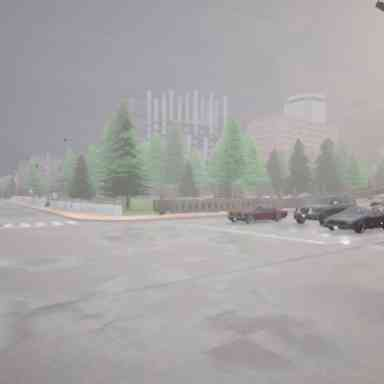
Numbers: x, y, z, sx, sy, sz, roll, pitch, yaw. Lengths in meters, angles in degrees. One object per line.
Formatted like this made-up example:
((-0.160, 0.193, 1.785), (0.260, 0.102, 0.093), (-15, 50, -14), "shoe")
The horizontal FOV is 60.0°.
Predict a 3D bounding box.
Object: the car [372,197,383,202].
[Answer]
((18.039, 1.416, 29.692), (5.357, 1.411, 2.033), (-2, 1, -35), "car")

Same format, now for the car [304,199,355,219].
((12.518, 1.457, 30.083), (5.008, 1.535, 1.882), (-1, 1, -35), "car")

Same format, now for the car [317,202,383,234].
((10.031, 1.558, 19.723), (5.357, 1.411, 2.033), (0, 0, -35), "car")

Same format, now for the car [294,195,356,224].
((9.693, 1.232, 23.768), (5.566, 2.045, 2.150), (0, 0, -35), "car")

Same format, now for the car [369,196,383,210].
((21.667, 1.128, 36.557), (4.718, 1.301, 1.895), (-4, 3, -35), "car")

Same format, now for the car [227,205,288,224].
((4.859, 1.616, 24.673), (4.718, 1.301, 1.895), (0, 0, -34), "car")
